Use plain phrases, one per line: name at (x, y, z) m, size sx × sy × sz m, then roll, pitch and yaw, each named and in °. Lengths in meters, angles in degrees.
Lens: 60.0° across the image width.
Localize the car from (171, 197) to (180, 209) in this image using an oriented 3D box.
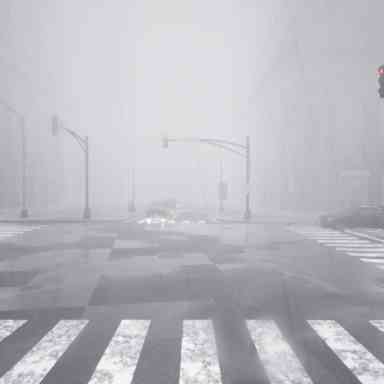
car at (-3.129, 1.535, 45.400) m, size 2.033 × 1.411 × 5.357 m, roll 0°, pitch 0°, yaw 0°

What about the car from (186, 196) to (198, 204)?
car at (-0.021, 1.510, 62.664) m, size 1.812 × 1.442 × 4.674 m, roll 0°, pitch 0°, yaw 0°

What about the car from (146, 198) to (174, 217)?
car at (-3.123, 1.538, 31.334) m, size 2.033 × 1.411 × 5.357 m, roll 0°, pitch 0°, yaw 0°

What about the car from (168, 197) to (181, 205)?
car at (-3.096, 1.548, 58.376) m, size 1.994 × 1.385 × 4.181 m, roll 0°, pitch 0°, yaw 0°

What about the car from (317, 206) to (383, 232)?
car at (9.854, 1.545, 19.604) m, size 4.674 × 1.442 × 1.812 m, roll 0°, pitch 1°, yaw 0°
